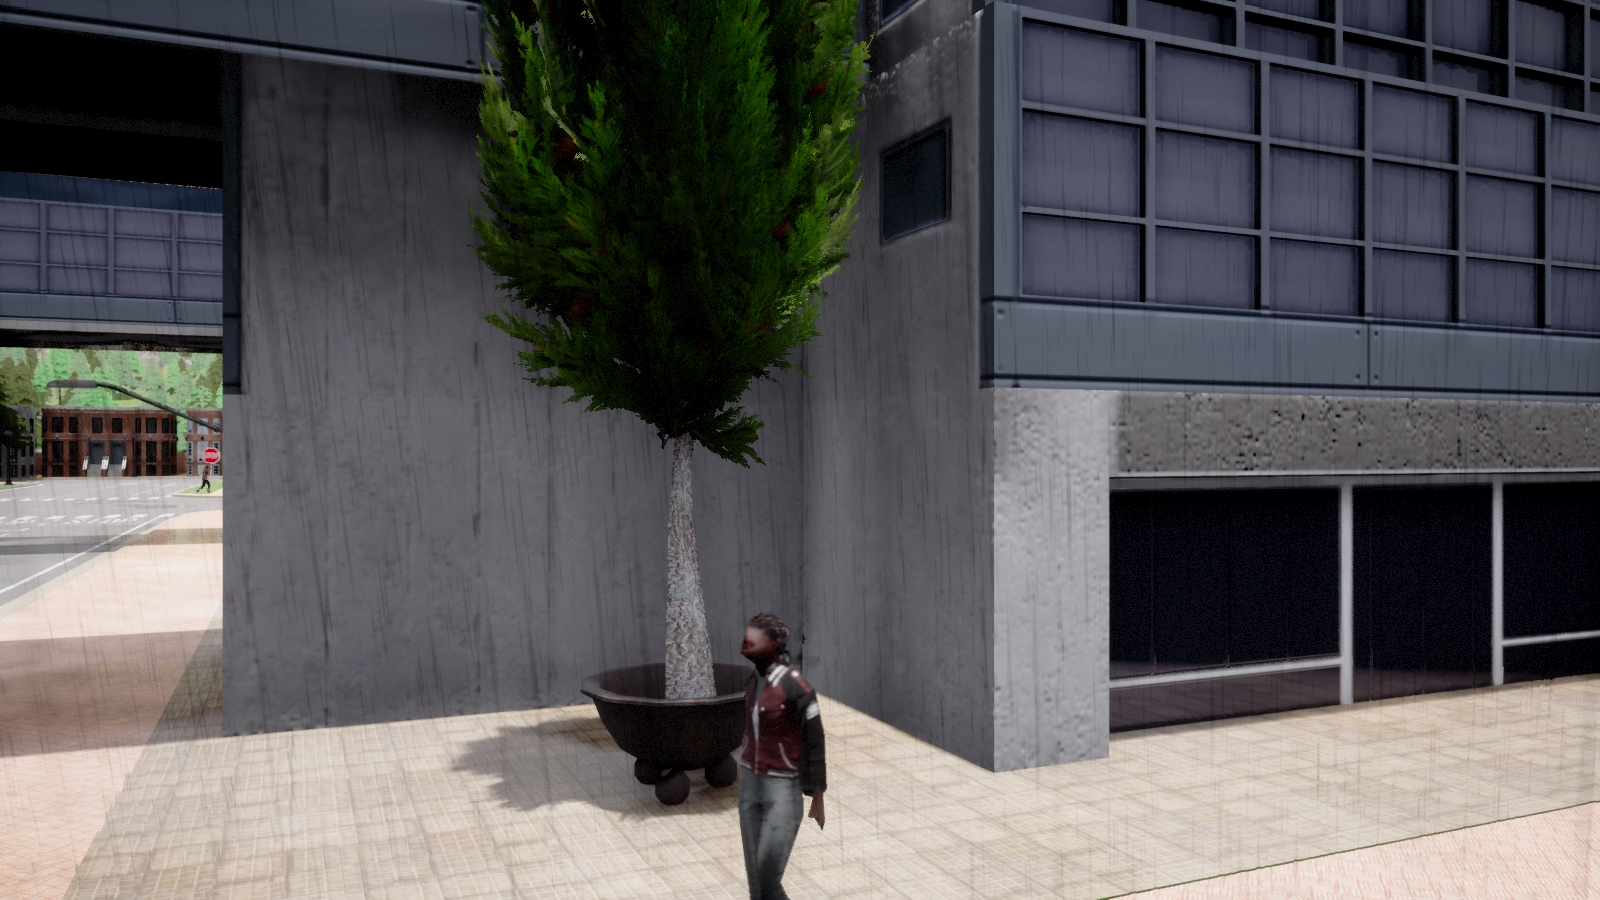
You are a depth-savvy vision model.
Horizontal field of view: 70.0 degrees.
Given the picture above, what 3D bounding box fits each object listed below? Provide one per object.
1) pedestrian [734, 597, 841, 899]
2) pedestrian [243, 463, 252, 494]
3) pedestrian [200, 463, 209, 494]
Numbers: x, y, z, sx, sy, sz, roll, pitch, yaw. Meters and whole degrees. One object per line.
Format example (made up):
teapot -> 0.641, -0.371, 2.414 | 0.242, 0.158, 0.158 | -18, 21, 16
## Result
pedestrian -> -0.064, 1.698, 5.694 | 0.375, 1.860, 0.375 | 0, 0, -42
pedestrian -> -33.053, 1.701, 68.326 | 0.375, 1.860, 0.375 | 0, 0, -45
pedestrian -> -35.393, 1.688, 67.937 | 0.375, 1.860, 0.375 | 0, 0, -13
